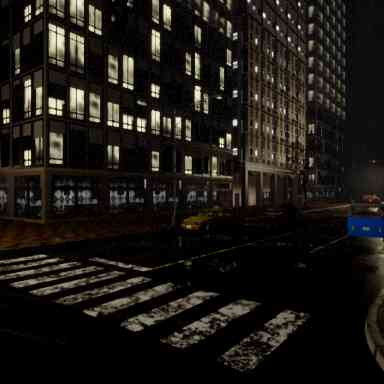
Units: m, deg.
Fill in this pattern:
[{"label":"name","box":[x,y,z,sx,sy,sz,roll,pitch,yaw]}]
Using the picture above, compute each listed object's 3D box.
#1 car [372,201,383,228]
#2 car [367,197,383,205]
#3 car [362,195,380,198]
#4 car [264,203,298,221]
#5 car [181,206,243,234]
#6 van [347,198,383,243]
[{"label":"car","box":[13.658,1.470,22.548,1.967,1.590,4.097,0,0,38]},{"label":"car","box":[34.557,1.619,62.629,2.008,1.369,4.403,0,0,38]},{"label":"car","box":[31.165,1.375,58.221,2.192,1.841,5.009,0,0,38]},{"label":"car","box":[7.413,1.598,27.354,1.802,1.307,4.206,0,0,38]},{"label":"car","box":[1.306,1.534,19.631,1.752,1.417,4.829,0,0,38]},{"label":"van","box":[8.696,1.366,15.918,1.690,1.788,3.998,0,0,38]}]
